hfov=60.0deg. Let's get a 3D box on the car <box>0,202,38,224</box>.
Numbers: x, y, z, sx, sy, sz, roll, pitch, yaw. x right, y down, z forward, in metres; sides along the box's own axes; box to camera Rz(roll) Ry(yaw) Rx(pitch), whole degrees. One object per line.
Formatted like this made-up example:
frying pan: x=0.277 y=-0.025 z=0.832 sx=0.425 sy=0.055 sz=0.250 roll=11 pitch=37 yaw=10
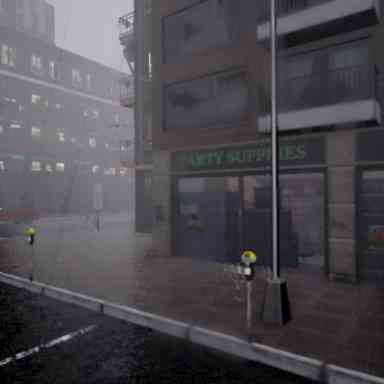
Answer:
car: x=-14.997 y=1.743 z=26.808 sx=2.192 sy=1.841 sz=5.009 roll=-2 pitch=-2 yaw=35
